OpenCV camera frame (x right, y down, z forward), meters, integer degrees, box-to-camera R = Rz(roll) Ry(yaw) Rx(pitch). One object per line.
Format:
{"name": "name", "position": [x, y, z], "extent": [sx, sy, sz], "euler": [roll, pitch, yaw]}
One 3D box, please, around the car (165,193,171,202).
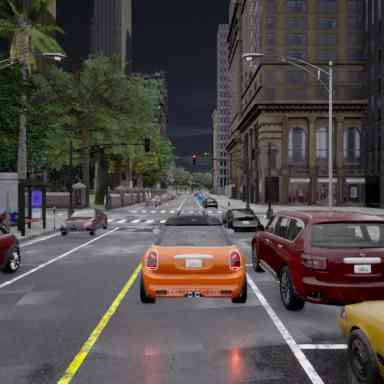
{"name": "car", "position": [-6.141, 1.388, 72.081], "extent": [1.967, 1.590, 4.097], "euler": [0, 0, 0]}

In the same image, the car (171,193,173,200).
{"name": "car", "position": [-6.170, 1.255, 77.501], "extent": [2.192, 1.841, 5.009], "euler": [0, 0, 0]}

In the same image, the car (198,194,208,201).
{"name": "car", "position": [2.469, 1.492, 56.016], "extent": [1.752, 1.417, 4.829], "euler": [0, 0, 0]}

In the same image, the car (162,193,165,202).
{"name": "car", "position": [-6.055, 1.407, 55.820], "extent": [1.967, 1.590, 4.097], "euler": [0, 0, 0]}

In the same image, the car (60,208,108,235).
{"name": "car", "position": [-5.858, 1.576, 18.541], "extent": [1.802, 1.307, 4.206], "euler": [0, 0, 0]}

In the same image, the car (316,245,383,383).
{"name": "car", "position": [2.752, 1.525, 2.463], "extent": [1.752, 1.417, 4.829], "euler": [0, 0, 0]}

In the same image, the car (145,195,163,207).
{"name": "car", "position": [-6.026, 1.523, 50.400], "extent": [2.008, 1.369, 4.403], "euler": [0, 0, 0]}

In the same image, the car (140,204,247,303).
{"name": "car", "position": [0.032, 1.350, 8.339], "extent": [2.097, 1.767, 4.553], "euler": [0, 0, 0]}

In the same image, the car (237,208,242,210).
{"name": "car", "position": [2.667, 1.560, 18.569], "extent": [1.947, 1.339, 4.313], "euler": [0, 0, 0]}

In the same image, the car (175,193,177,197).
{"name": "car", "position": [-6.256, 1.228, 93.762], "extent": [2.192, 1.841, 5.009], "euler": [0, 0, 0]}

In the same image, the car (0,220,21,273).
{"name": "car", "position": [-5.801, 1.438, 7.689], "extent": [1.967, 1.590, 4.097], "euler": [0, 0, 0]}

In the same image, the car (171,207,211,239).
{"name": "car", "position": [-0.031, 1.595, 18.158], "extent": [1.895, 1.301, 4.718], "euler": [0, 0, 0]}

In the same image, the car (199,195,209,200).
{"name": "car", "position": [2.499, 1.538, 50.425], "extent": [1.947, 1.339, 4.313], "euler": [0, 0, 0]}

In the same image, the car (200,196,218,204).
{"name": "car", "position": [2.528, 1.542, 45.005], "extent": [1.947, 1.339, 4.313], "euler": [0, 0, 0]}

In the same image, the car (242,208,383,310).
{"name": "car", "position": [2.724, 1.313, 7.718], "extent": [2.192, 1.841, 5.009], "euler": [0, 0, 0]}

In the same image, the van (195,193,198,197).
{"name": "van", "position": [2.326, 1.272, 82.947], "extent": [1.690, 1.788, 3.998], "euler": [0, 0, 0]}
